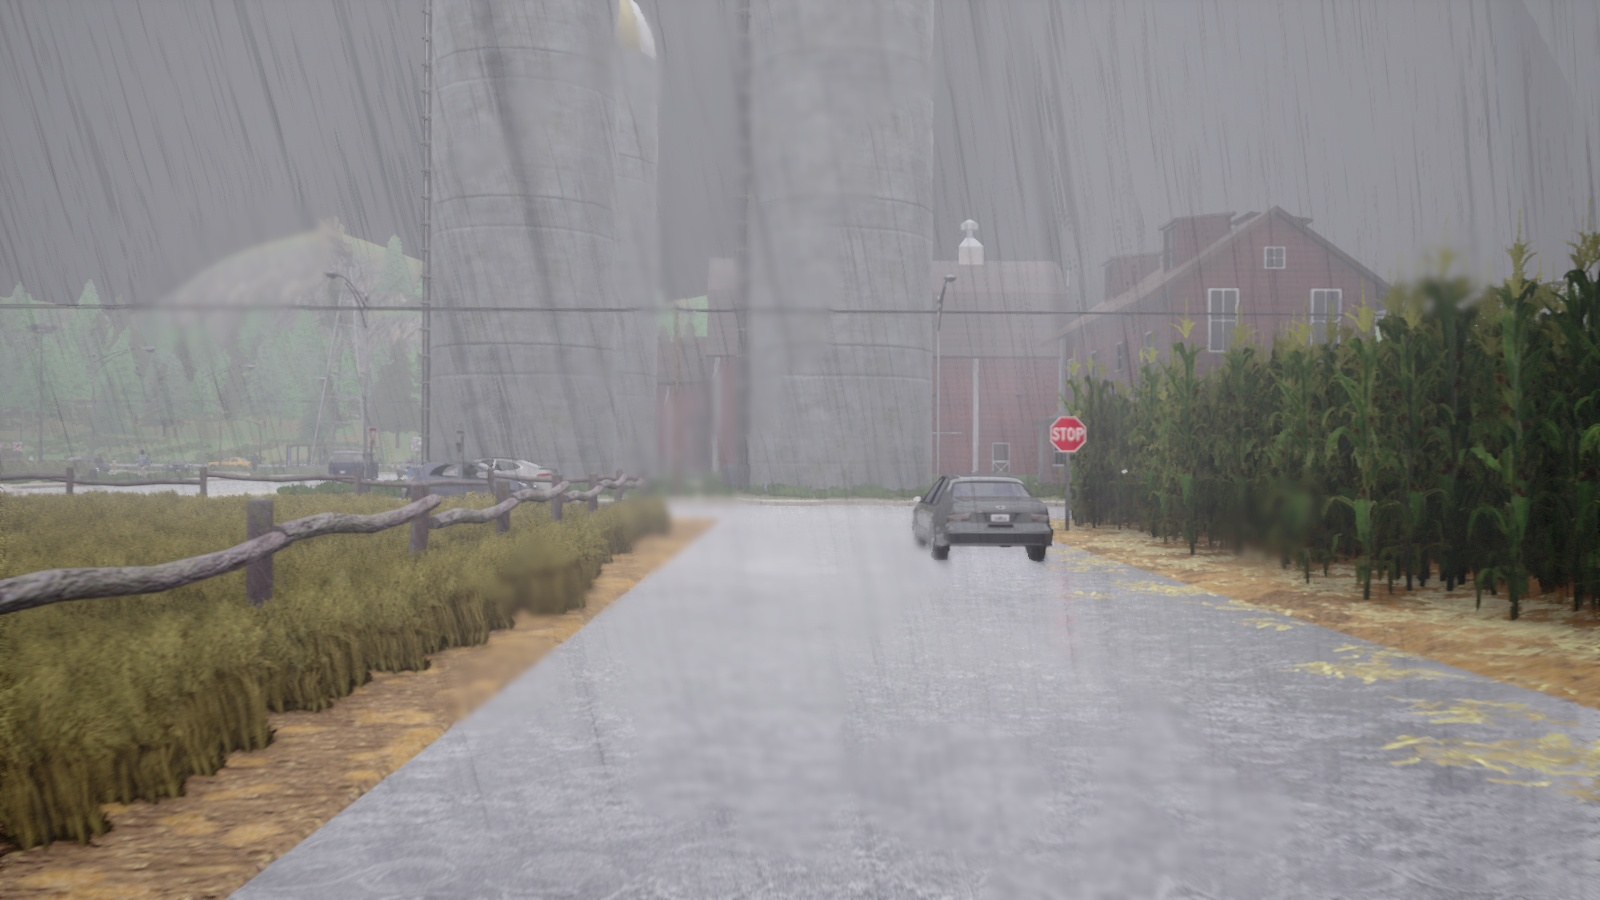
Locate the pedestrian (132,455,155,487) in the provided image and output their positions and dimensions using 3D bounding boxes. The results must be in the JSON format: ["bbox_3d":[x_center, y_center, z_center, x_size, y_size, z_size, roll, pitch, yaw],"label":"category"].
[{"bbox_3d":[-38.206,1.196,73.062,0.874,1.855,0.900,0,0,-2],"label":"pedestrian"}]

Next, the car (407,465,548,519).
[{"bbox_3d":[-9.341,1.198,36.616,3.633,1.501,1.845,0,0,0],"label":"car"}]

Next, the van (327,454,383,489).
[{"bbox_3d":[-26.332,1.255,74.433,1.775,1.987,4.442,0,0,-1],"label":"van"}]

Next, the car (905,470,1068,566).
[{"bbox_3d":[3.076,1.083,21.899,2.033,1.411,5.357,0,0,0],"label":"car"}]

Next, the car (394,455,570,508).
[{"bbox_3d":[-10.077,0.988,40.082,5.027,1.651,2.152,0,0,1],"label":"car"}]
